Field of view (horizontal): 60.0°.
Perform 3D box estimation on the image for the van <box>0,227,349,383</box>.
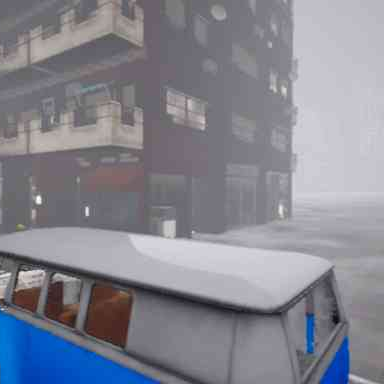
[{"bbox_3d":[-0.645,1.325,3.178,3.998,1.788,1.690,0,0,35],"label":"van"}]
